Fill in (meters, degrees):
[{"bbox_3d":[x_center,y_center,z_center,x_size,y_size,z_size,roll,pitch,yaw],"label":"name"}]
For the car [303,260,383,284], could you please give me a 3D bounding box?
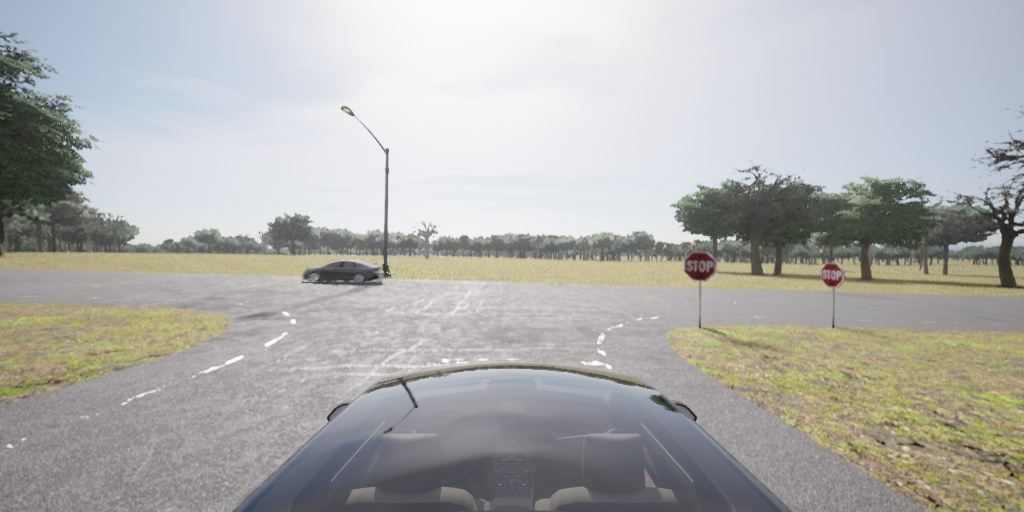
[{"bbox_3d":[-10.998,1.012,23.465,4.892,1.490,1.837,2,1,0],"label":"car"}]
